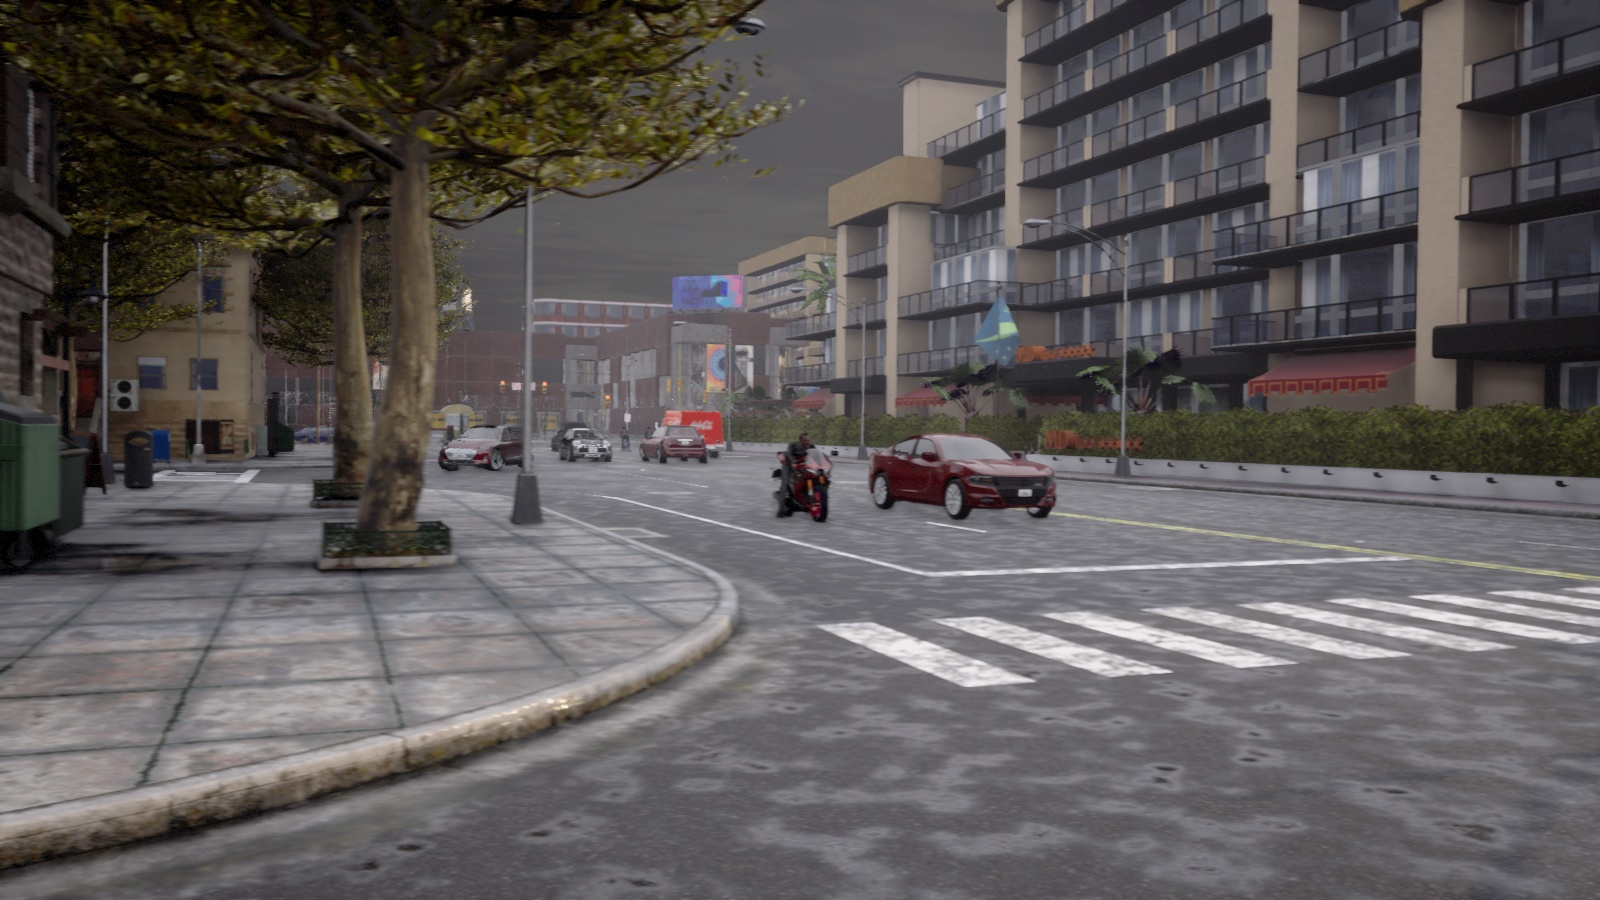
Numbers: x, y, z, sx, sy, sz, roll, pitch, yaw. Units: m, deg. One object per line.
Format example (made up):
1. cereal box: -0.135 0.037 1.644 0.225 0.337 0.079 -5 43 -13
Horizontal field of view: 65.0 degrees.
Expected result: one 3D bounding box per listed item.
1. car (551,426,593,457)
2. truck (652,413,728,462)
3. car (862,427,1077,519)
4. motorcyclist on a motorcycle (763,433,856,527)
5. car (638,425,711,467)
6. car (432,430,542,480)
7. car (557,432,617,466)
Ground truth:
1. car: -14.289 -0.530 78.570 1.905 1.878 3.866 -1 1 -21
2. truck: -5.893 -0.702 66.536 2.627 2.467 5.204 -1 1 -21
3. car: 3.061 0.353 23.952 1.882 1.535 5.008 -1 1 -21
4. motorcyclist on a motorcycle: 0.131 0.476 21.833 0.866 1.530 2.191 -1 1 -21
5. car: -5.687 -0.198 56.307 2.097 1.767 4.553 -1 1 -21
6. car: -11.043 0.121 44.663 2.033 1.649 4.856 0 1 9
7. car: -9.687 -0.059 56.982 1.970 1.475 3.806 -1 1 -20
